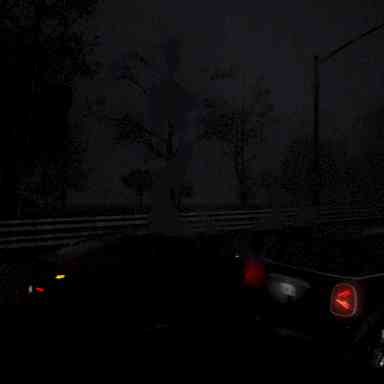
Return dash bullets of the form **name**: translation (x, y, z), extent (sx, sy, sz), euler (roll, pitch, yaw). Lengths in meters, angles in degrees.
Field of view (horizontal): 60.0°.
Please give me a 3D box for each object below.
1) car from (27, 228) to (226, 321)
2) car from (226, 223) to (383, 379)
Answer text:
- **car**: translation (-0.970, 1.525, 7.235), extent (4.674, 1.442, 1.812), euler (0, 0, -34)
- **car**: translation (3.067, 1.351, 5.739), extent (4.553, 1.767, 2.097), euler (0, 0, -34)
